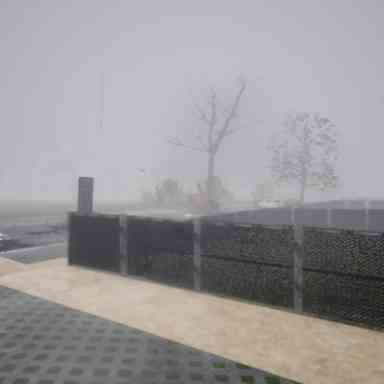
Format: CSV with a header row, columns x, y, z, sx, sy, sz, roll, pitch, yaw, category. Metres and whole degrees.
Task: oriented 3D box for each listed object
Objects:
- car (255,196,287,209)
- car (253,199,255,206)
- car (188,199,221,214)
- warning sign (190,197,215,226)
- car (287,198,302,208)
x,y,z,sx,sy,sz,roll,pitch,yaw,category
10.230,1.631,42.965,1.812,1.442,4.674,4,2,33,car
10.475,1.337,48.518,1.895,1.301,4.718,4,2,33,car
1.438,1.432,34.544,1.812,1.442,4.674,4,2,32,car
0.763,1.351,23.514,1.300,1.860,1.060,5,3,32,warning sign
15.488,1.665,51.284,2.033,1.411,5.357,4,2,33,car
